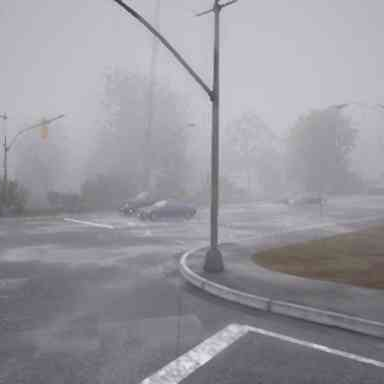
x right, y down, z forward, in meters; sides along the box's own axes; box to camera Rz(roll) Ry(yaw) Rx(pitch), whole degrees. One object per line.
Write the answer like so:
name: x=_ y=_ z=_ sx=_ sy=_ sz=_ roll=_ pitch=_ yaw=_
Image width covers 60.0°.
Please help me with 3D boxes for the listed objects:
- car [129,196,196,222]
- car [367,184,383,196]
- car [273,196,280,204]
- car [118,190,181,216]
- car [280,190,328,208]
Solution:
car: x=-1.779 y=1.250 z=23.717 sx=4.674 sy=1.442 sz=1.812 roll=-1 pitch=2 yaw=-39
car: x=26.517 y=-0.379 z=46.055 sx=5.008 sy=1.535 sz=1.882 roll=-3 pitch=2 yaw=-24
car: x=11.389 y=0.618 z=37.890 sx=4.892 sy=1.490 sz=1.837 roll=-3 pitch=2 yaw=-32
car: x=-3.236 y=0.875 z=27.096 sx=5.566 sy=2.045 sz=2.150 roll=-2 pitch=2 yaw=-40
car: x=11.778 y=0.735 z=33.972 sx=4.902 sy=1.511 sz=2.128 roll=-3 pitch=2 yaw=-33
